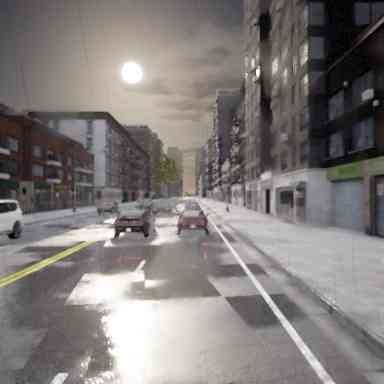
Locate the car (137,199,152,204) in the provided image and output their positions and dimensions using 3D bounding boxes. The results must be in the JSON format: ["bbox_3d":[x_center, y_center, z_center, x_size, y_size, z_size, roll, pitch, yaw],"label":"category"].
[{"bbox_3d":[-6.543,1.724,46.943,2.097,1.767,4.553,0,0,0],"label":"car"}]

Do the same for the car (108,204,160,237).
[{"bbox_3d":[-3.180,1.665,19.182,1.837,1.490,4.892,0,0,0],"label":"car"}]

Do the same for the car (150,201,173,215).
[{"bbox_3d":[-3.172,1.888,36.916,1.895,1.301,4.718,0,0,0],"label":"car"}]

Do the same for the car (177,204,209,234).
[{"bbox_3d":[0.076,1.680,20.170,1.812,1.442,4.674,0,0,1],"label":"car"}]

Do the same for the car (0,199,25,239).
[{"bbox_3d":[-9.824,1.374,15.335,2.150,2.045,5.566,0,0,-3],"label":"car"}]

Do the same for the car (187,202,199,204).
[{"bbox_3d":[0.079,1.824,36.955,2.033,1.411,5.357,0,0,0],"label":"car"}]

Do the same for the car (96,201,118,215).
[{"bbox_3d":[-9.833,1.833,39.271,1.837,1.490,4.892,0,-1,0],"label":"car"}]
